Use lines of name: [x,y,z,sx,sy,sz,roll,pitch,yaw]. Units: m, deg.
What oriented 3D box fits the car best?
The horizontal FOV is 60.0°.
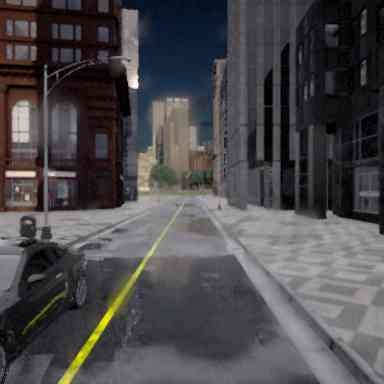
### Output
car: [-2.999,1.511,5.054,1.812,1.442,4.674,0,0,0]
